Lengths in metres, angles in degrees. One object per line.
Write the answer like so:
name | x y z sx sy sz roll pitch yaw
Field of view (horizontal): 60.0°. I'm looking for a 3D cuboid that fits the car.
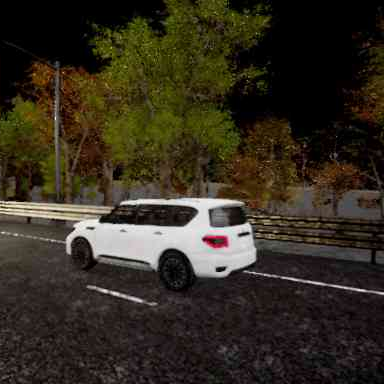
car | -1.019 1.177 9.021 5.566 2.045 2.150 1 0 36
